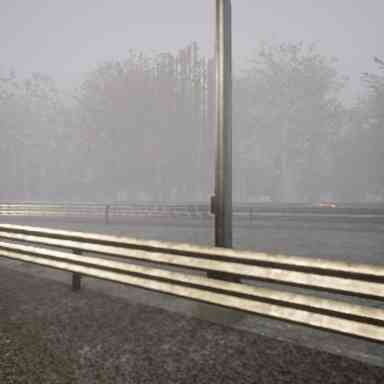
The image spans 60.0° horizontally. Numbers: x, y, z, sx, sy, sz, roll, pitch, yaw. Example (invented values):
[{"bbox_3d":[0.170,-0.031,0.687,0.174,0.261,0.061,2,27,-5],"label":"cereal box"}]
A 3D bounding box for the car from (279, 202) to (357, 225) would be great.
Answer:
[{"bbox_3d":[9.151,1.522,24.504,5.366,1.575,1.801,0,0,16],"label":"car"}]
